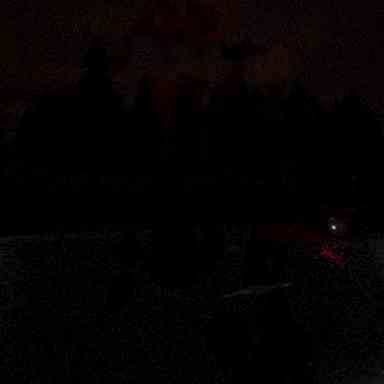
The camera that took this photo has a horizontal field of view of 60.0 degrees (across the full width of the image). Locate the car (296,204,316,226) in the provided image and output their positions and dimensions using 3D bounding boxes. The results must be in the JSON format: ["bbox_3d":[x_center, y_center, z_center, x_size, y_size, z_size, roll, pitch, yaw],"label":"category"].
[{"bbox_3d":[9.055,1.468,21.664,5.008,1.535,1.882,0,0,-29],"label":"car"}]

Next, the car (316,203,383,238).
[{"bbox_3d":[9.171,1.499,17.727,4.892,1.490,1.837,0,0,-29],"label":"car"}]
